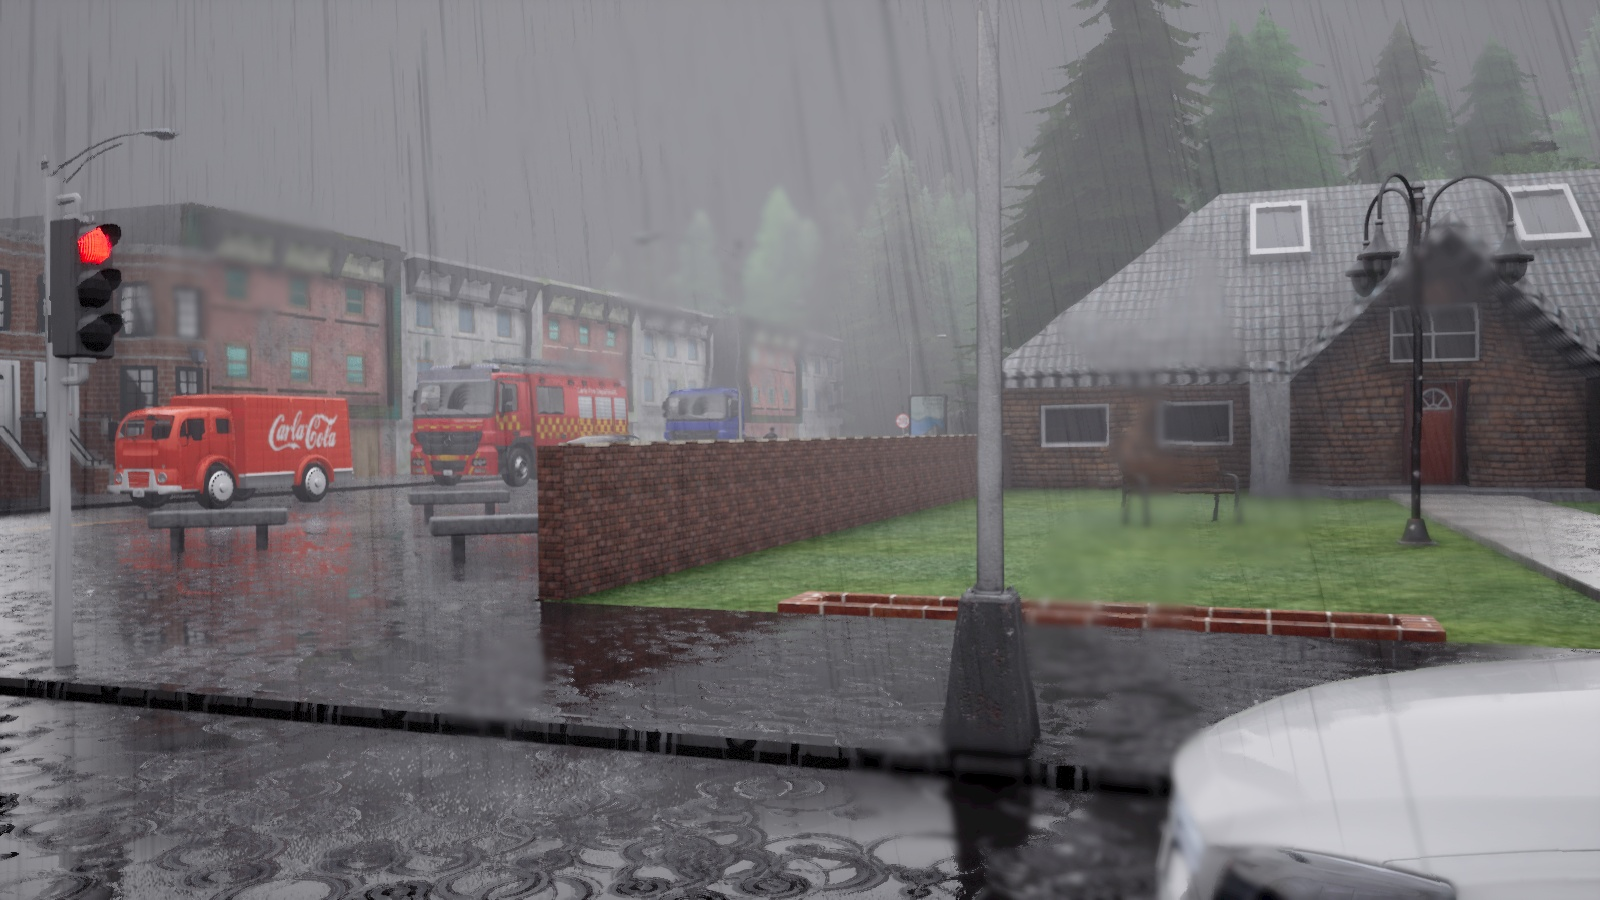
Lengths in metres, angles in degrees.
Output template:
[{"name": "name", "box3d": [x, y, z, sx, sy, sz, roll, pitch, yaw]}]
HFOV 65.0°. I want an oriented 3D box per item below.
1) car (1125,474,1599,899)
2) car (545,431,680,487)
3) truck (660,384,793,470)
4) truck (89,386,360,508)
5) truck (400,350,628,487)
[{"name": "car", "box3d": [3.087, 0.823, 2.307, 4.674, 1.442, 1.812, 0, 1, 20]}, {"name": "car", "box3d": [-5.396, 0.211, 36.800, 2.007, 1.525, 4.514, 0, 1, 20]}, {"name": "truck", "box3d": [-3.036, -0.990, 54.993, 2.891, 3.462, 7.936, 0, 1, 20]}, {"name": "truck", "box3d": [-12.734, -0.107, 28.265, 2.627, 2.467, 5.204, 0, 1, 20]}, {"name": "truck", "box3d": [-8.671, -0.945, 39.477, 2.891, 3.827, 8.468, 0, 1, 20]}]
